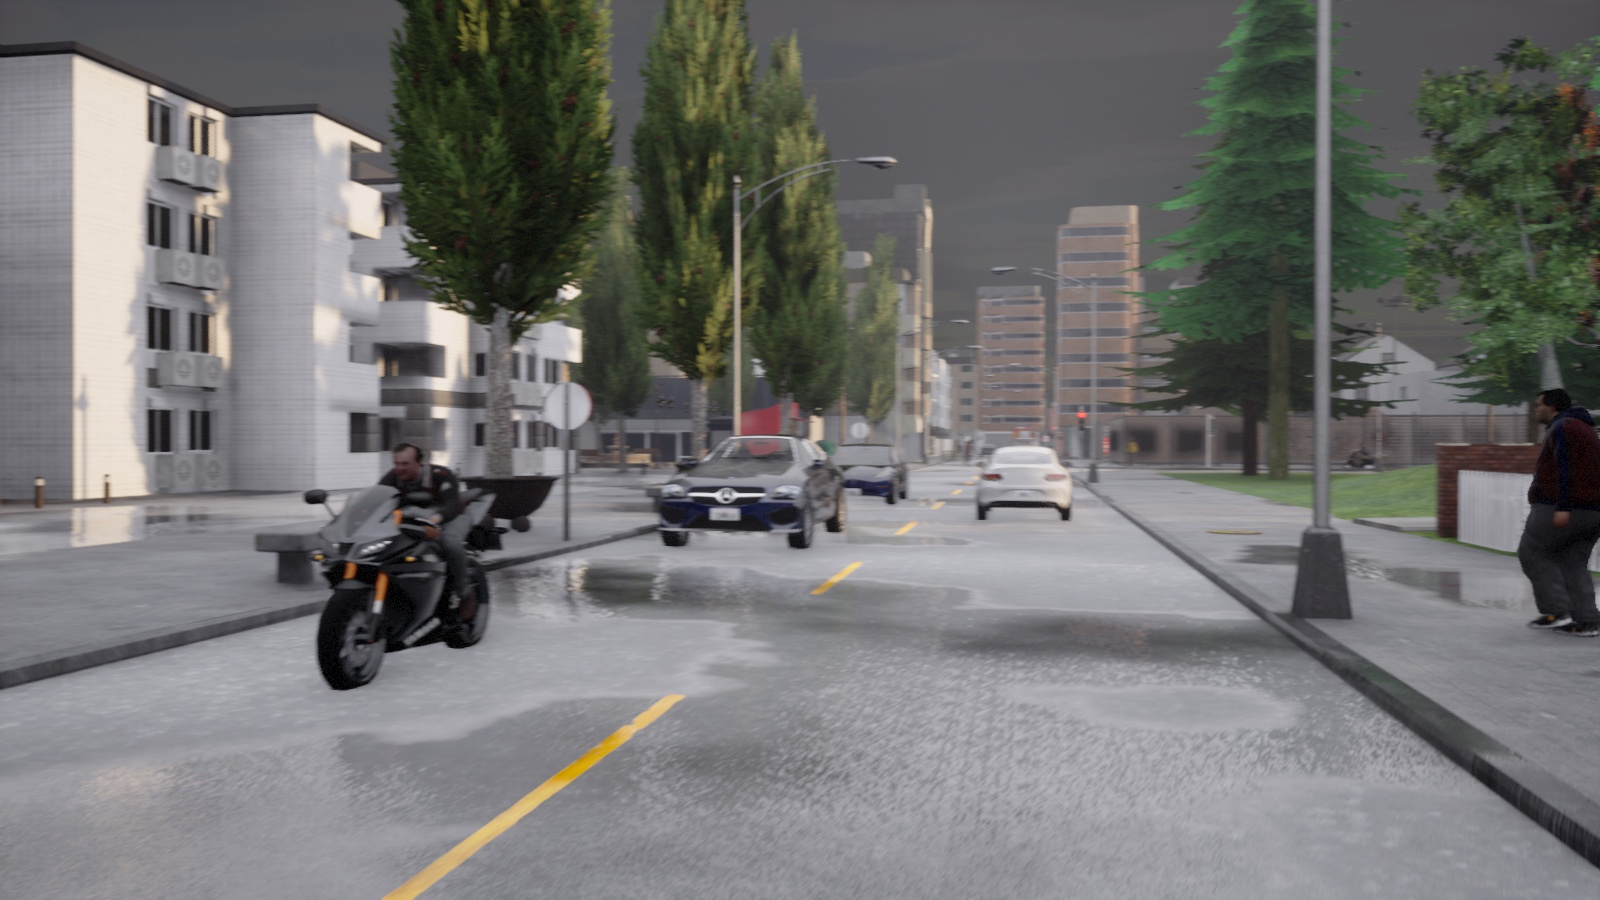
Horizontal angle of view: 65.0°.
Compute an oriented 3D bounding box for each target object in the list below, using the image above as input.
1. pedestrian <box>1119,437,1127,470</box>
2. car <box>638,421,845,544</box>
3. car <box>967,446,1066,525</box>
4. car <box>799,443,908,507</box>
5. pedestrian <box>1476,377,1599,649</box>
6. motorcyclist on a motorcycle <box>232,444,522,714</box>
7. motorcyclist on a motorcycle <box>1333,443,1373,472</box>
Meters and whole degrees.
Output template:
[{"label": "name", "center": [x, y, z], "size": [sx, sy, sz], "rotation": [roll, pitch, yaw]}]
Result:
[{"label": "pedestrian", "center": [18.341, 0.193, 71.229], "size": [0.370, 1.835, 0.726], "rotation": [0, 0, 10]}, {"label": "car", "center": [-0.717, 0.415, 19.452], "size": [2.152, 1.651, 5.027], "rotation": [0, 0, 10]}, {"label": "car", "center": [4.434, 0.644, 25.708], "size": [1.812, 1.442, 4.674], "rotation": [0, 0, 10]}, {"label": "car", "center": [1.465, 0.574, 31.966], "size": [2.163, 1.488, 4.792], "rotation": [0, 0, 10]}, {"label": "pedestrian", "center": [5.433, 0.424, 8.960], "size": [0.634, 1.844, 0.899], "rotation": [0, 0, -41]}, {"label": "motorcyclist on a motorcycle", "center": [-2.669, 0.727, 8.269], "size": [0.866, 1.530, 2.191], "rotation": [0, 0, 10]}, {"label": "motorcyclist on a motorcycle", "center": [30.410, 0.415, 69.086], "size": [1.817, 1.590, 0.866], "rotation": [0, 0, 9]}]
